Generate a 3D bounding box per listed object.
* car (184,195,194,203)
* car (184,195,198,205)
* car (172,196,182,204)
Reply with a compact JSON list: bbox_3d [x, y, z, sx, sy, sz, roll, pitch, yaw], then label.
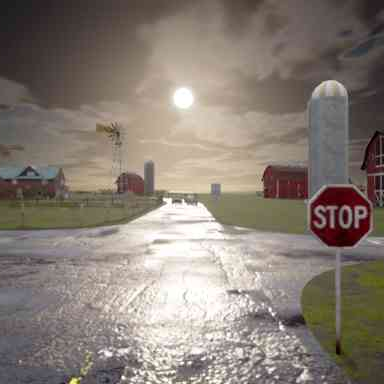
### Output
[{"bbox_3d":[-0.656,1.470,71.304,1.837,1.490,4.892,0,0,-6],"label":"car"},{"bbox_3d":[-0.001,1.493,61.194,2.128,1.511,4.902,0,0,-2],"label":"car"},{"bbox_3d":[-2.935,1.559,65.294,1.994,1.385,4.181,0,0,-2],"label":"car"}]
